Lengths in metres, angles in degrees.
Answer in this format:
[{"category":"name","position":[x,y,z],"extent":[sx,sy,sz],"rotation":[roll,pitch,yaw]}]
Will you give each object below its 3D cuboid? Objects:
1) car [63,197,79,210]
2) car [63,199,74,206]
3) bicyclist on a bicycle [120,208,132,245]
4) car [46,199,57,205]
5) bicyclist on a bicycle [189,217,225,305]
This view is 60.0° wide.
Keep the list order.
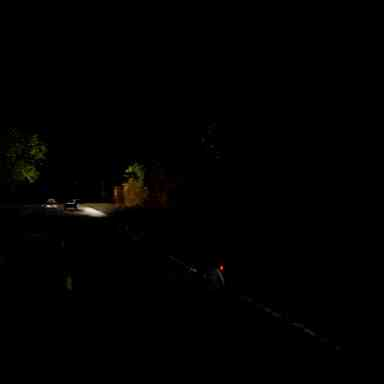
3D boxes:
[{"category":"car","position":[-19.323,1.953,52.759],"extent":[2.128,1.511,4.902],"rotation":[0,0,-22]},{"category":"car","position":[-25.796,2.125,69.376],"extent":[2.033,1.411,5.357],"rotation":[0,0,-20]},{"category":"bicyclist on a bicycle","position":[-3.011,1.585,15.276],"extent":[0.582,1.620,1.656],"rotation":[0,-1,-22]},{"category":"car","position":[-30.750,2.179,72.795],"extent":[1.994,1.385,4.181],"rotation":[0,0,-20]},{"category":"bicyclist on a bicycle","position":[0.265,1.426,7.330],"extent":[0.659,1.776,1.843],"rotation":[0,0,-22]}]
